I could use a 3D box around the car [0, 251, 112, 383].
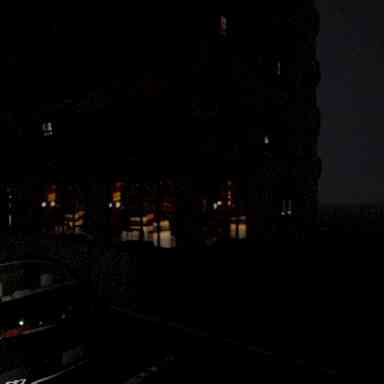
[{"bbox_3d":[-3.082,1.561,4.931,4.403,1.369,2.008,0,-1,36],"label":"car"}]
